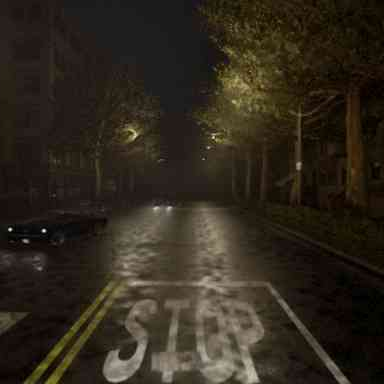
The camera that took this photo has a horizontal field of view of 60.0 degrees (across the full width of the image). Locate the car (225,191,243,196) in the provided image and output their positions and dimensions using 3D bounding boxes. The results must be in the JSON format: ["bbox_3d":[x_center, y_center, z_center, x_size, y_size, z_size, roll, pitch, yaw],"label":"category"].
[{"bbox_3d":[9.511,0.498,79.661,5.357,1.411,2.033,0,1,0],"label":"car"}]

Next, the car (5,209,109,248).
[{"bbox_3d":[-5.469,1.429,14.137,1.895,1.301,4.718,0,1,14],"label":"car"}]

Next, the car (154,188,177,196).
[{"bbox_3d":[-6.440,0.180,79.770,5.566,2.045,2.150,0,1,0],"label":"car"}]

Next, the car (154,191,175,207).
[{"bbox_3d":[-3.435,1.034,40.409,1.837,1.490,4.892,0,2,0],"label":"car"}]
